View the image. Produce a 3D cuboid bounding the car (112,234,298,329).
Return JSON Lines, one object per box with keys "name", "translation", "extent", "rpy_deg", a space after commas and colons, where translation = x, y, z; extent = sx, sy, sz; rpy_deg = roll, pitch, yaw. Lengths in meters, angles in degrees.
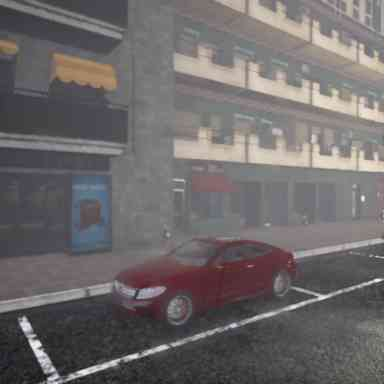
{"name": "car", "translation": [0.468, 1.584, 6.894], "extent": [4.206, 1.307, 1.802], "rpy_deg": [0, 0, -35]}
